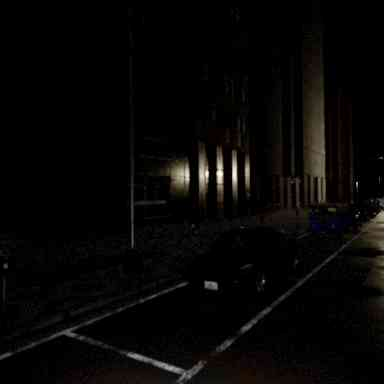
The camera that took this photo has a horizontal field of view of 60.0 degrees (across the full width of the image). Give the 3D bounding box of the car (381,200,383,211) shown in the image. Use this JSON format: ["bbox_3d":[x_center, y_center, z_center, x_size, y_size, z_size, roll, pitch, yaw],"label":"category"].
[{"bbox_3d":[19.955,1.843,37.467,1.887,1.381,4.507,-1,-1,33],"label":"car"}]

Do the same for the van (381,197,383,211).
[{"bbox_3d":[23.013,1.672,42.203,1.690,1.788,3.998,-1,-1,33],"label":"van"}]

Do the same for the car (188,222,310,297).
[{"bbox_3d":[1.593,1.669,9.065,1.947,1.339,4.313,-1,-1,33],"label":"car"}]

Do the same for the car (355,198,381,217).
[{"bbox_3d":[16.892,1.581,32.736,2.192,1.841,5.009,-1,-1,33],"label":"car"}]

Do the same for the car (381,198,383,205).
[{"bbox_3d":[41.285,2.053,70.459,1.752,1.417,4.829,-1,-1,33],"label":"car"}]

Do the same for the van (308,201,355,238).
[{"bbox_3d":[7.711,1.509,18.535,1.690,1.788,3.998,-1,-1,33],"label":"van"}]

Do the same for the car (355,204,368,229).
[{"bbox_3d":[10.775,1.766,23.266,1.947,1.339,4.313,-1,-1,33],"label":"car"}]

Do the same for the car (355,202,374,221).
[{"bbox_3d":[13.835,1.799,27.999,1.947,1.339,4.313,-1,-1,33],"label":"car"}]

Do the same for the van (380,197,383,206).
[{"bbox_3d":[38.315,1.836,65.870,1.690,1.788,3.998,-1,-1,33],"label":"van"}]
